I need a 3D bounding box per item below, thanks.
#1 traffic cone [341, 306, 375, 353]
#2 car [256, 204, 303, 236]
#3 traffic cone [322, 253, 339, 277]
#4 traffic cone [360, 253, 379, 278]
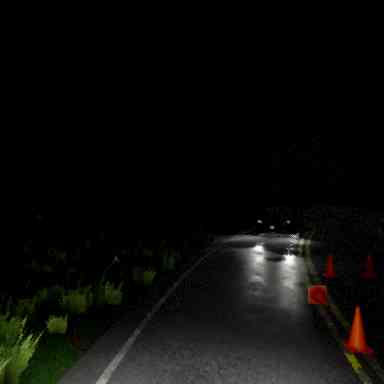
[{"bbox_3d":[2.382,1.938,4.783,0.340,0.580,0.340,1,1,4],"label":"traffic cone"},{"bbox_3d":[4.834,1.399,17.963,1.812,1.442,4.674,-1,0,26],"label":"car"},{"bbox_3d":[3.622,1.896,8.717,0.340,0.580,0.340,0,1,4],"label":"traffic cone"},{"bbox_3d":[4.617,1.898,8.657,0.340,0.580,0.340,0,1,4],"label":"traffic cone"}]
